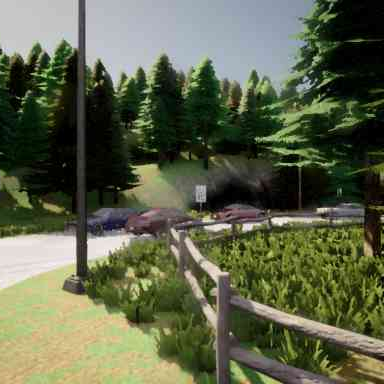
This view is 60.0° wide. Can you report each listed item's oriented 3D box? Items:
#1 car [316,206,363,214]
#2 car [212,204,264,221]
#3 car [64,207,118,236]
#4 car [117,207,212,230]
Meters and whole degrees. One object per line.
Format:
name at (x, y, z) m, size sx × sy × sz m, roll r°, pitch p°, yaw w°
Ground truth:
car at (12.992, 1.628, 28.079) m, size 4.718 × 1.301 × 1.895 m, roll 0°, pitch 0°, yaw -6°
car at (3.474, 1.591, 25.180) m, size 4.181 × 1.385 × 1.994 m, roll 0°, pitch 0°, yaw -26°
car at (-4.467, 1.574, 19.138) m, size 2.033 × 1.411 × 5.357 m, roll 0°, pitch 0°, yaw 41°
car at (-1.290, 1.552, 17.432) m, size 1.812 × 1.442 × 4.674 m, roll -1°, pitch -1°, yaw 42°
